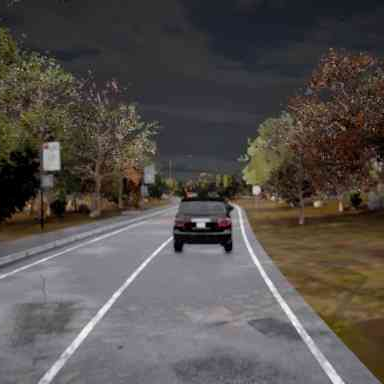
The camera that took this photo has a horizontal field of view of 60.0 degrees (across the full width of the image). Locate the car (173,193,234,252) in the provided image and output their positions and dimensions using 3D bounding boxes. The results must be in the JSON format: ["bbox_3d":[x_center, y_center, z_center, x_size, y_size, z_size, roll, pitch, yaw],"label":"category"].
[{"bbox_3d":[0.562,1.180,13.859,2.150,2.045,5.566,0,0,6],"label":"car"}]

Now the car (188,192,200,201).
[{"bbox_3d":[0.386,1.014,71.541,2.097,1.767,4.553,0,0,-6],"label":"car"}]

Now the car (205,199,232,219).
[{"bbox_3d":[2.412,1.426,28.720,2.033,1.411,5.357,-1,0,8],"label":"car"}]
